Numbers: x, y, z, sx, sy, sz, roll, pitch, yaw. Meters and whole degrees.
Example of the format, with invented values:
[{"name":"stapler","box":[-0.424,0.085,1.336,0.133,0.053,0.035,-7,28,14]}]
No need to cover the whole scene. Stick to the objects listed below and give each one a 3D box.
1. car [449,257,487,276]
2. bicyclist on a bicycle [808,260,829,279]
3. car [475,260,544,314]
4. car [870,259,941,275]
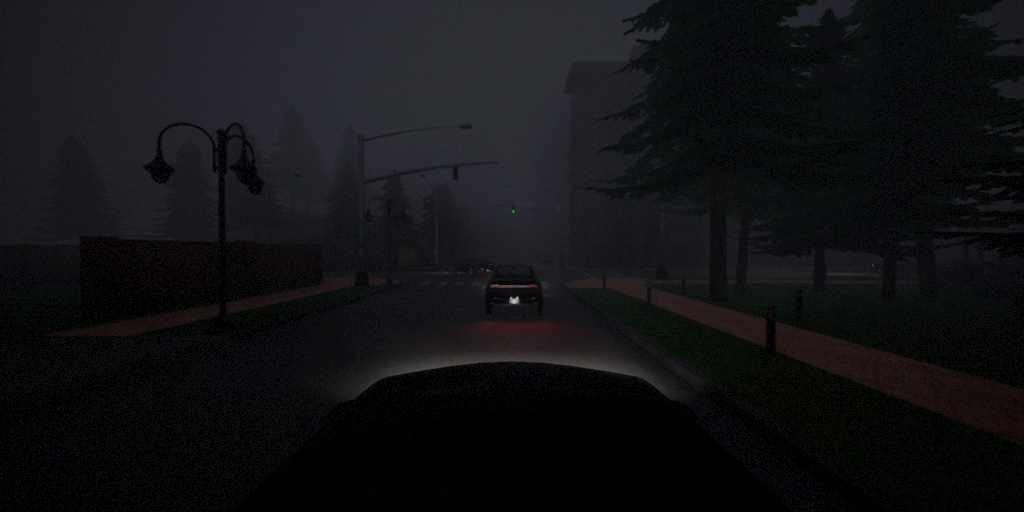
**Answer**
[{"name":"car","box":[-3.413,0.824,29.477,1.837,1.490,4.892,3,-1,-39]},{"name":"bicyclist on a bicycle","box":[20.105,0.719,23.562,0.582,1.620,1.656,0,1,1]},{"name":"car","box":[0.078,1.065,12.871,2.128,1.511,4.902,0,1,0]},{"name":"car","box":[33.824,0.906,30.749,4.718,1.301,1.895,0,1,1]}]
